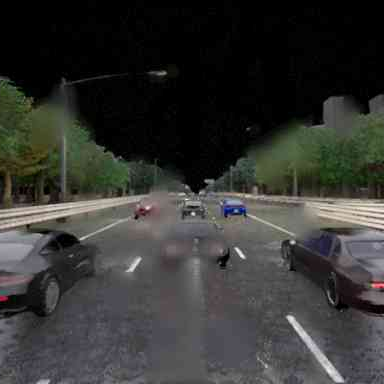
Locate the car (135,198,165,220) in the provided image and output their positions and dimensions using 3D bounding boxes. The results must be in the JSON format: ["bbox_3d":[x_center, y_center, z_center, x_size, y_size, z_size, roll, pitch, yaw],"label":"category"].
[{"bbox_3d":[-3.403,1.259,27.665,2.097,1.767,4.553,0,0,0],"label":"car"}]

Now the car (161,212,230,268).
[{"bbox_3d":[0.093,1.584,11.133,1.895,1.301,4.718,0,0,0],"label":"car"}]

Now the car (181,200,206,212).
[{"bbox_3d":[0.100,1.408,28.099,1.837,1.490,4.892,0,0,0],"label":"car"}]

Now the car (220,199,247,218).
[{"bbox_3d":[3.601,1.371,29.475,1.882,1.535,5.008,0,0,0],"label":"car"}]

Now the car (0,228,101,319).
[{"bbox_3d":[-3.419,1.517,7.280,1.812,1.442,4.674,0,0,0],"label":"car"}]

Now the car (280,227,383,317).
[{"bbox_3d":[3.583,1.539,7.737,2.033,1.411,5.357,0,0,0],"label":"car"}]
